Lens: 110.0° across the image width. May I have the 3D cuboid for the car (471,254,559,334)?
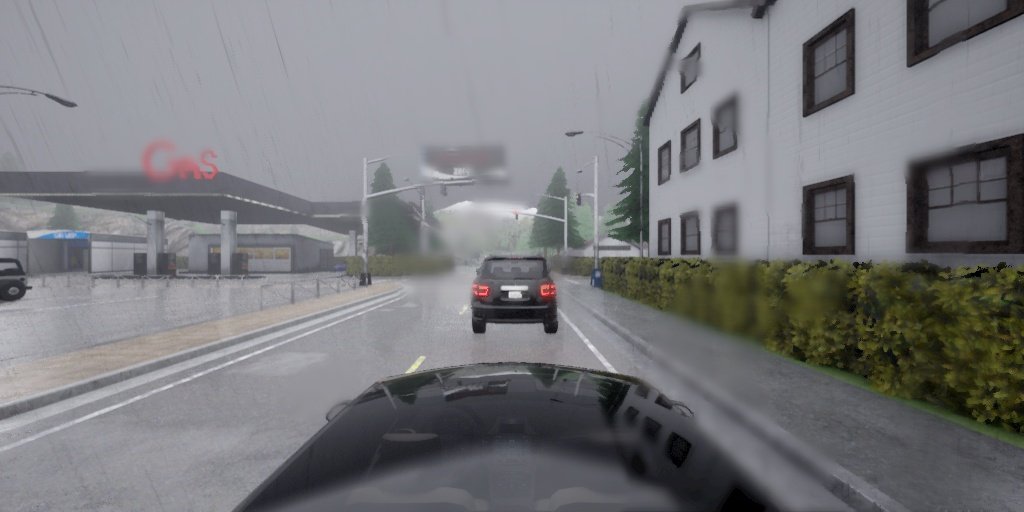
[{"bbox_3d":[0.084,0.967,10.789,2.150,2.045,5.566,0,0,0],"label":"car"}]
